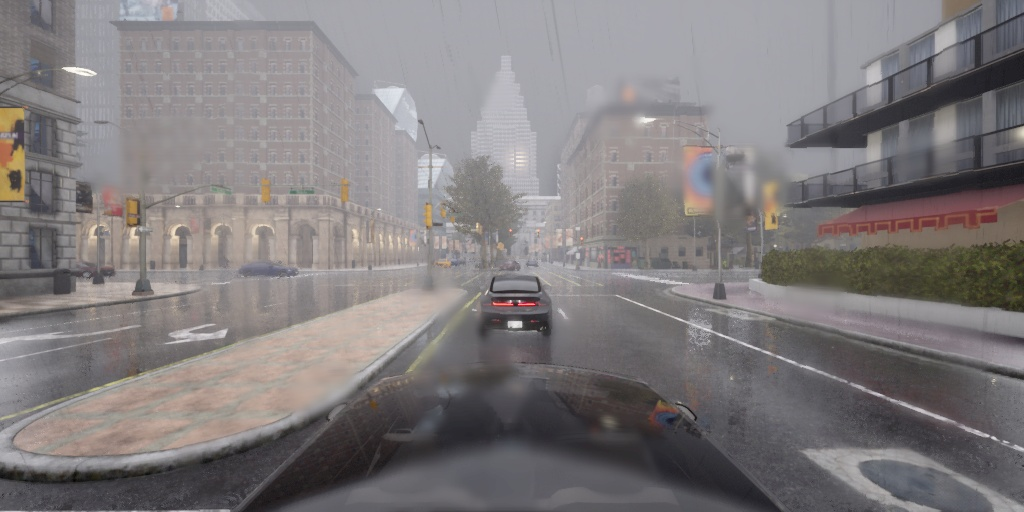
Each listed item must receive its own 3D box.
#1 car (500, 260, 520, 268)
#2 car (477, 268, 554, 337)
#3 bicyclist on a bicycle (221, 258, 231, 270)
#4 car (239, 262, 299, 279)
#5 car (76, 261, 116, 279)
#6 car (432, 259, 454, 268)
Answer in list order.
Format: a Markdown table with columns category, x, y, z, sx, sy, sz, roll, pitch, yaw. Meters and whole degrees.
| category | x | y | z | sx | sy | sz | roll | pitch | yaw |
| --- | --- | --- | --- | --- | --- | --- | --- | --- | --- |
| car | -0.259 | 1.275 | 46.590 | 1.812 | 1.442 | 4.674 | 1 | 0 | 15 |
| car | 0.096 | 1.255 | 10.292 | 1.837 | 1.490 | 4.892 | 0 | 0 | 0 |
| bicyclist on a bicycle | -37.198 | 1.050 | 46.709 | 0.582 | 1.620 | 1.656 | 0 | 0 | 0 |
| car | -22.145 | 1.275 | 32.741 | 4.674 | 1.442 | 1.812 | 0 | 0 | -6 |
| car | -38.731 | 1.228 | 32.241 | 5.008 | 1.535 | 1.882 | 0 | 0 | 0 |
| car | -11.443 | 1.228 | 59.624 | 1.882 | 1.535 | 5.008 | 0 | 0 | 0 |
